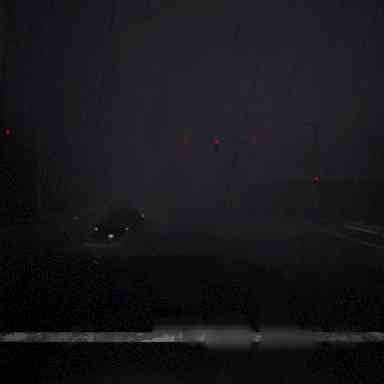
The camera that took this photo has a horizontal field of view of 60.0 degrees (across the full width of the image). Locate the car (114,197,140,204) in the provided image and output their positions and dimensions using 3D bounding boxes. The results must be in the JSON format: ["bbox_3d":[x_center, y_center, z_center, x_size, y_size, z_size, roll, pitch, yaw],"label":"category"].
[{"bbox_3d":[-7.106,1.547,34.179,2.033,1.411,5.357,0,0,0],"label":"car"}]

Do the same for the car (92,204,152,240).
[{"bbox_3d":[-3.604,1.577,17.459,2.033,1.411,5.357,0,0,0],"label":"car"}]

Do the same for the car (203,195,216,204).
[{"bbox_3d":[3.594,1.547,64.152,2.033,1.411,5.357,0,0,0],"label":"car"}]

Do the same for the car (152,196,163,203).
[{"bbox_3d":[-7.015,1.515,68.444,1.837,1.490,4.892,0,0,0],"label":"car"}]

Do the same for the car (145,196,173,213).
[{"bbox_3d":[-3.605,1.491,37.615,2.128,1.511,4.902,0,0,0],"label":"car"}]

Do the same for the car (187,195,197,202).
[{"bbox_3d":[-0.012,1.413,73.795,1.994,1.385,4.181,0,0,0],"label":"car"}]

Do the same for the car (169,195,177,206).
[{"bbox_3d":[-3.600,1.352,53.598,2.097,1.767,4.553,0,0,0],"label":"car"}]

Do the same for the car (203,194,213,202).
[{"bbox_3d":[3.490,1.355,74.375,2.097,1.767,4.553,0,0,0],"label":"car"}]

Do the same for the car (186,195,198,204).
[{"bbox_3d":[-0.011,1.505,63.685,1.837,1.490,4.892,0,0,0],"label":"car"}]

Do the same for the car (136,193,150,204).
[{"bbox_3d":[-7.107,1.222,47.975,2.150,2.045,5.566,0,0,0],"label":"car"}]
